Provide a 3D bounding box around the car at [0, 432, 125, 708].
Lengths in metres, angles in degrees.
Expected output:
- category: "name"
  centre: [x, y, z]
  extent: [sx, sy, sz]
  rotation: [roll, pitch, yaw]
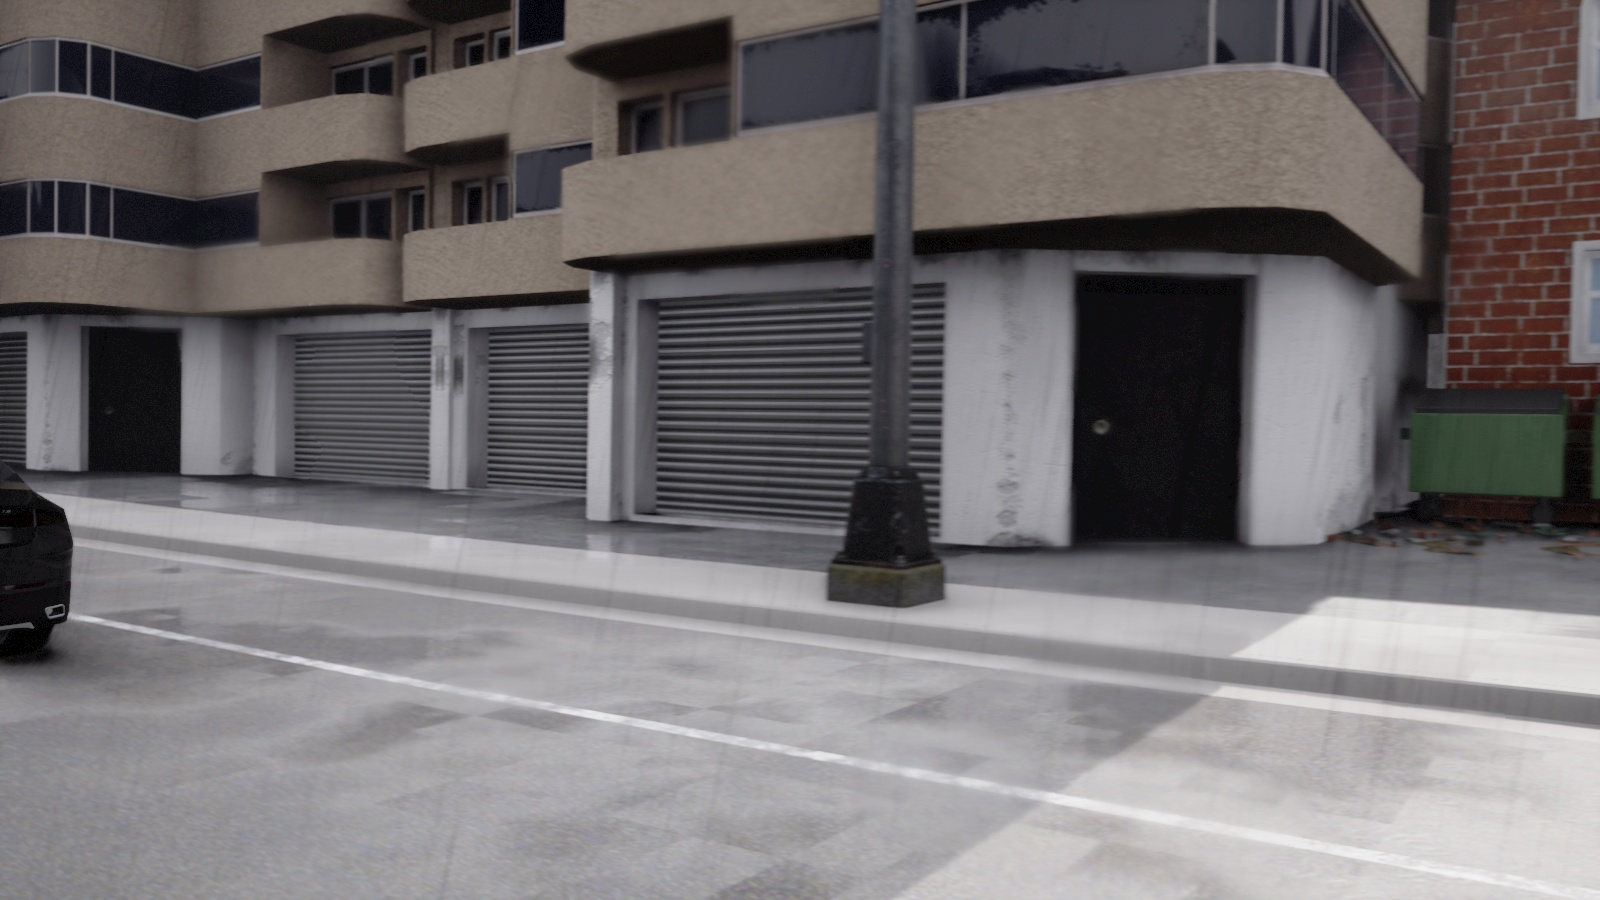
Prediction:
- category: "car"
  centre: [-6.510, 0.628, 7.948]
  extent: [4.892, 1.490, 1.837]
  rotation: [1, 1, 34]
